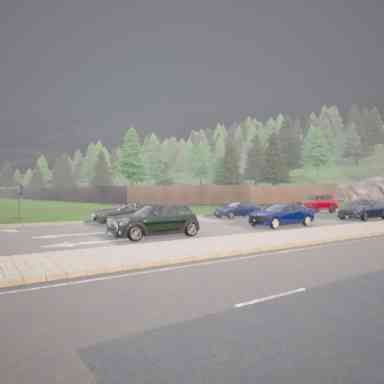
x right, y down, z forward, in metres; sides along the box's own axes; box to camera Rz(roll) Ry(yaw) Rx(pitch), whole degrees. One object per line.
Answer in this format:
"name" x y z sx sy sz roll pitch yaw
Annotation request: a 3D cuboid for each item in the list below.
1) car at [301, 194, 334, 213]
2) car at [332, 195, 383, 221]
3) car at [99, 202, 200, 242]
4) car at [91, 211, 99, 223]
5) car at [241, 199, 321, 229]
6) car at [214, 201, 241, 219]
"car" 12.934 1.219 34.845 5.566 2.045 2.150 0 0 -33
"car" 13.899 1.350 27.081 4.553 1.767 2.097 0 0 -34
"car" -1.905 1.351 16.534 4.553 1.767 2.097 0 0 -34
"car" -4.506 1.491 23.207 4.902 1.511 2.128 0 0 -34
"car" 5.871 1.476 21.727 5.008 1.535 1.882 0 0 -34
"car" 4.061 1.524 28.930 4.674 1.442 1.812 0 0 -33
